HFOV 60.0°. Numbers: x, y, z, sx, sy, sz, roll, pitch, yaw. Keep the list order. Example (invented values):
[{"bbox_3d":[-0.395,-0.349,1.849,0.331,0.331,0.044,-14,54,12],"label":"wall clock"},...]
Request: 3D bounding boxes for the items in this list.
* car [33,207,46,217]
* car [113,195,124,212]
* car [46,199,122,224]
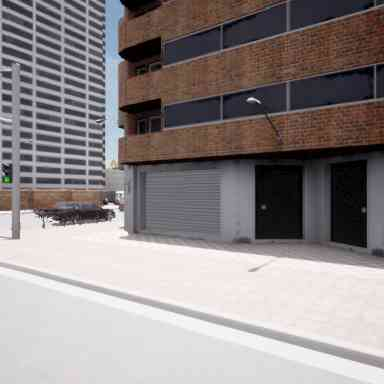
[{"bbox_3d":[-12.135,1.601,30.952,1.895,1.301,4.718,0,0,35],"label":"car"},{"bbox_3d":[-6.421,1.477,39.057,1.882,1.535,5.008,0,0,35],"label":"car"},{"bbox_3d":[-7.813,1.504,24.583,1.837,1.490,4.892,0,0,35],"label":"car"}]
